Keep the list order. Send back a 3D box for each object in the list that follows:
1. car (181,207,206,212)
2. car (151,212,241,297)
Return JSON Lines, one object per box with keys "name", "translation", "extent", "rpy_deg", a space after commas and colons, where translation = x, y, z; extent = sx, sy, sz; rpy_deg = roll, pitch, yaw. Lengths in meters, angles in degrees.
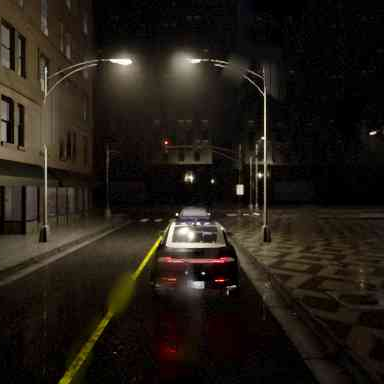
{"name": "car", "translation": [0.088, 1.547, 18.644], "extent": [2.033, 1.411, 5.357], "rpy_deg": [0, 0, -2]}
{"name": "car", "translation": [0.085, 1.491, 8.532], "extent": [2.128, 1.511, 4.902], "rpy_deg": [0, 0, 0]}
